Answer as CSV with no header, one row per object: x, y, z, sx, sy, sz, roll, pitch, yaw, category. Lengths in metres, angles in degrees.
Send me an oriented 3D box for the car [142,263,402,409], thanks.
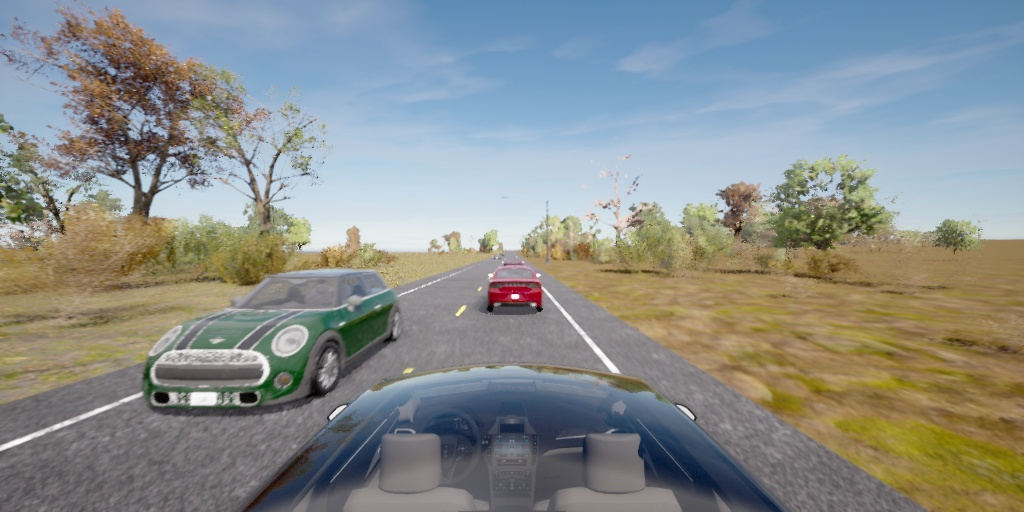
-3.599,1.051,6.426,2.097,1.767,4.553,0,1,0,car

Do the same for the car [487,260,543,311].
0.100,1.095,13.783,1.882,1.535,5.008,0,1,0,car

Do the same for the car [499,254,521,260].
0.103,0.883,32.086,1.882,1.535,5.008,0,1,0,car
